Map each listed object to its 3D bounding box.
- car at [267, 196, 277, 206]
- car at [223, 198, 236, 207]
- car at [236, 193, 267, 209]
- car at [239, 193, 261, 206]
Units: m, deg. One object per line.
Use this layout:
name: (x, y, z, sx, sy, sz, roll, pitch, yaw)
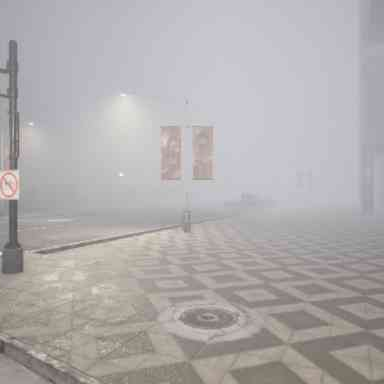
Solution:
car: (12.793, 1.448, 55.117, 2.128, 1.511, 4.902, 0, 0, 26)
car: (6.222, 1.570, 49.009, 1.895, 1.301, 4.718, 0, 0, 27)
car: (8.272, 1.188, 45.791, 2.150, 2.045, 5.566, 0, 0, 27)
car: (9.886, 1.182, 56.572, 2.150, 2.045, 5.566, 0, 0, 26)
